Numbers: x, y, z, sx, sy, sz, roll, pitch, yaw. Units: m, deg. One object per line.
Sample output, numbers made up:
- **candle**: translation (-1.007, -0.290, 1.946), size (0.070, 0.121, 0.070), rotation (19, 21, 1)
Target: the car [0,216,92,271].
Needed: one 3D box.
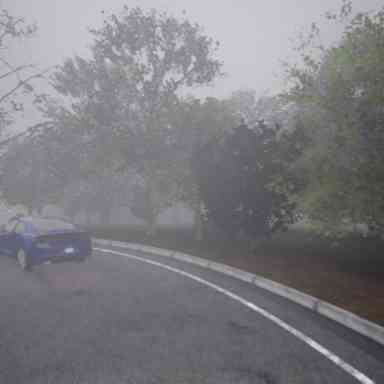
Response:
- **car**: translation (-5.315, 1.551, 11.349), size (5.008, 1.535, 1.882), rotation (-1, -1, 44)
